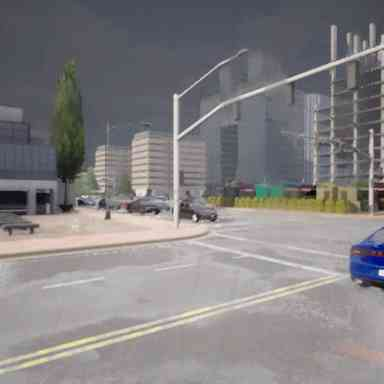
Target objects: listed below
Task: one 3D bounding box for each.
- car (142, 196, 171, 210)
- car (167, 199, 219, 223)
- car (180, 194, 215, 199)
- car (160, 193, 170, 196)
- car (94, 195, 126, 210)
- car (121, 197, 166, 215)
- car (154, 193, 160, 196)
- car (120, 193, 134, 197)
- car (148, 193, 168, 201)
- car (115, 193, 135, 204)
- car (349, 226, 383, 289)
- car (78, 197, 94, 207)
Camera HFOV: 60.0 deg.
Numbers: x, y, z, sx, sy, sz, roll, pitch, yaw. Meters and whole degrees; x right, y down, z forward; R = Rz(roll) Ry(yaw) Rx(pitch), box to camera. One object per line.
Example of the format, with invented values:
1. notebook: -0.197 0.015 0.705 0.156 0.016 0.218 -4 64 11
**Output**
1. car: -4.241 1.566 39.650 1.812 1.442 4.674 0 0 -33
2. car: 0.171 1.534 26.376 1.837 1.490 4.892 0 0 -33
3. car: 0.519 1.389 32.285 2.097 1.767 4.553 0 0 -33
4. car: -7.206 1.242 83.598 3.866 1.878 1.905 0 0 -34
5. car: -10.734 1.542 43.246 1.837 1.490 4.892 0 0 -33
6. car: -5.122 1.581 34.550 2.033 1.411 5.357 0 0 -33
7. car: -8.126 1.409 58.903 2.097 1.767 4.553 0 0 -33
8. car: -10.070 1.396 48.682 2.097 1.767 4.553 0 0 -33
9. car: -8.795 1.240 86.017 4.605 1.855 1.932 0 0 -34
10. car: -13.542 1.282 67.113 2.150 2.045 5.566 0 0 -33
11. car: 5.778 1.493 8.323 5.008 1.535 1.882 0 0 -41
12. car: -16.607 1.534 52.401 2.128 1.511 4.902 0 0 -32
